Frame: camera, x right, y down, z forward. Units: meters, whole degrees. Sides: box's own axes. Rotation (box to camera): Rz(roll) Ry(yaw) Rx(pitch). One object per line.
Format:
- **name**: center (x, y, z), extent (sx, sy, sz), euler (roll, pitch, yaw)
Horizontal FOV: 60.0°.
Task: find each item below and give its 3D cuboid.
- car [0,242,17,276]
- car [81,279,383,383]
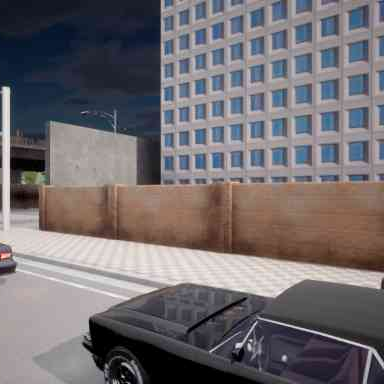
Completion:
- **car**: center (-6.747, 1.547, 8.804), extent (5.357, 1.411, 2.033), euler (0, 0, 36)
- **car**: center (1.059, 1.601, 3.229), extent (4.718, 1.301, 1.895), euler (0, 0, 36)
